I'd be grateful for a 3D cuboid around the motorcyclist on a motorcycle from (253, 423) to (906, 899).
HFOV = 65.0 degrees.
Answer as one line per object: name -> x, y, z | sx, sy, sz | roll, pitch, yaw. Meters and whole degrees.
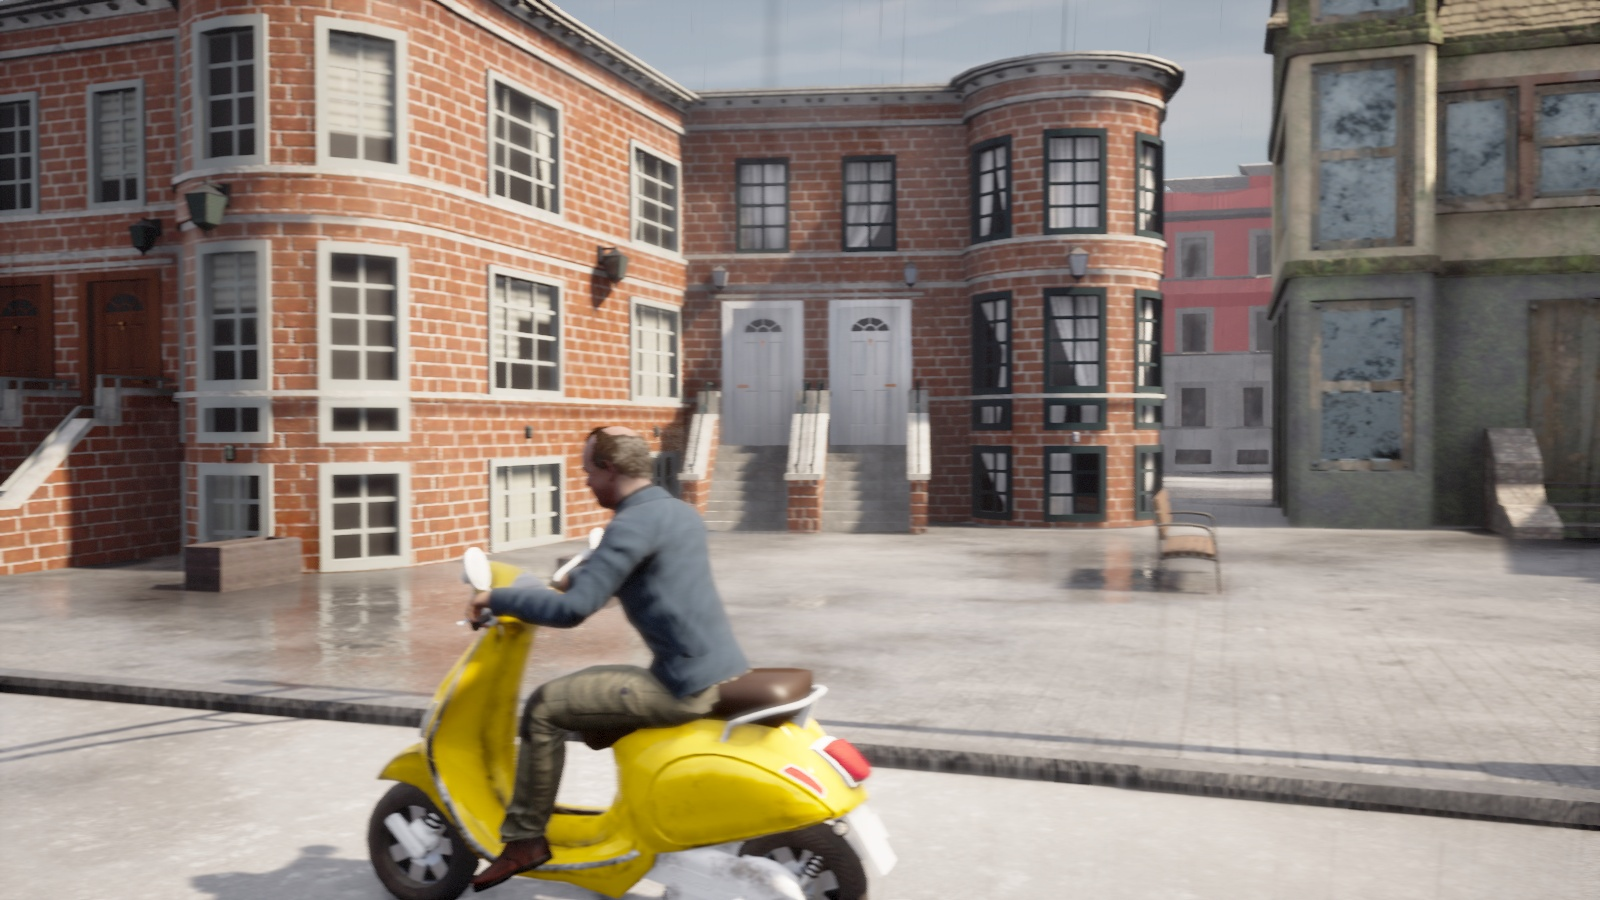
motorcyclist on a motorcycle -> -0.662, 0.714, 3.941 | 1.817, 1.590, 0.866 | 1, 1, 19
